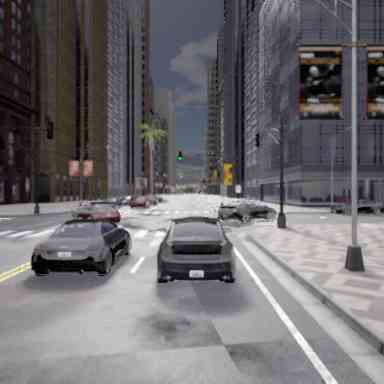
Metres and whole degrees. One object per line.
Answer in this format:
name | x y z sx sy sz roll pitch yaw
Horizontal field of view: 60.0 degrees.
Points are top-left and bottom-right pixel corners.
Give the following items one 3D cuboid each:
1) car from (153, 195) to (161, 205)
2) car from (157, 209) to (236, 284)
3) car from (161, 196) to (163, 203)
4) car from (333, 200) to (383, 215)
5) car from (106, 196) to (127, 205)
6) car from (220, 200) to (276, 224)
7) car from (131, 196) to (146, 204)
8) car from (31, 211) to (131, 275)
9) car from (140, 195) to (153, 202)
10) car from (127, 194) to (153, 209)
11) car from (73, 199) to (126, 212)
car | -6.572 1.174 52.711 2.097 1.767 4.553 0 0 0
car | 0.099 1.447 9.373 1.837 1.490 4.892 0 0 0
car | -6.503 1.411 62.712 1.895 1.301 4.718 0 0 0
car | 15.184 1.381 30.377 4.313 1.339 1.947 0 0 -1
car | -9.851 1.391 40.950 2.033 1.411 5.357 0 0 0
car | 3.931 1.327 23.206 4.902 1.511 2.128 0 -1 -43
car | -9.757 1.377 60.391 1.994 1.385 4.181 0 0 1
car | -3.151 1.502 10.234 1.994 1.385 4.181 0 0 0
car | -9.753 1.345 70.985 2.033 1.411 5.357 0 0 0
car | -6.597 1.318 42.674 1.882 1.535 5.008 0 0 0
car | -6.694 1.441 23.021 1.994 1.385 4.181 0 0 -41
